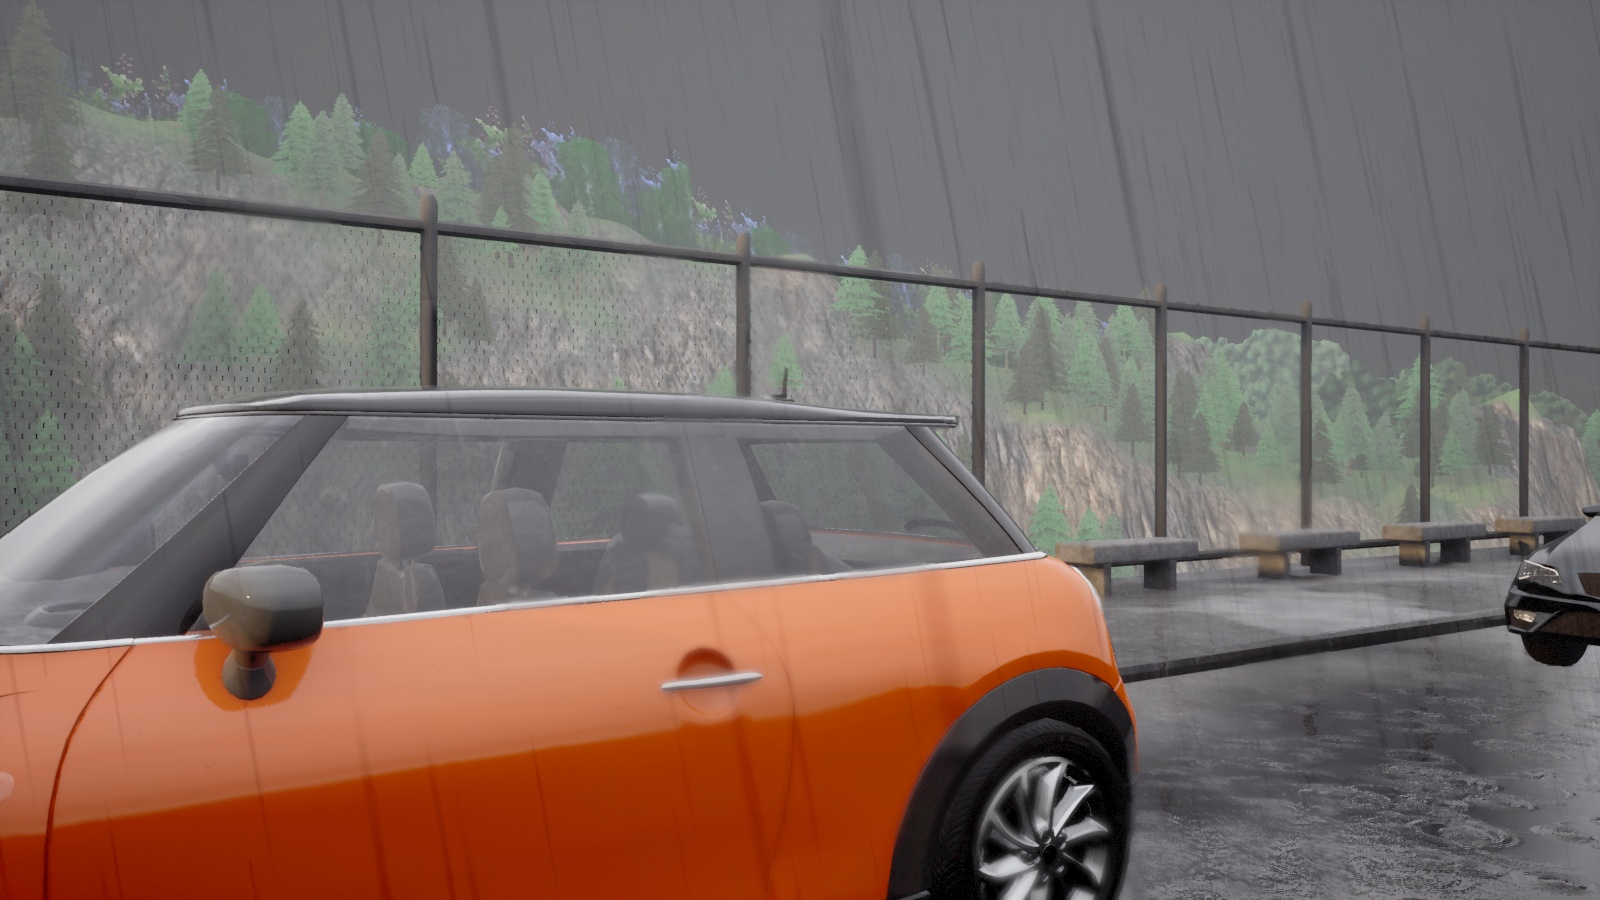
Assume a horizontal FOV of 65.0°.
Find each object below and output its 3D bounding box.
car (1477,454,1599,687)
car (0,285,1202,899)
[{"bbox_3d":[6.878,0.766,9.058,4.193,1.474,1.816,0,0,-35],"label":"car"},{"bbox_3d":[-1.240,0.614,3.405,4.553,1.767,2.097,0,0,-35],"label":"car"}]
